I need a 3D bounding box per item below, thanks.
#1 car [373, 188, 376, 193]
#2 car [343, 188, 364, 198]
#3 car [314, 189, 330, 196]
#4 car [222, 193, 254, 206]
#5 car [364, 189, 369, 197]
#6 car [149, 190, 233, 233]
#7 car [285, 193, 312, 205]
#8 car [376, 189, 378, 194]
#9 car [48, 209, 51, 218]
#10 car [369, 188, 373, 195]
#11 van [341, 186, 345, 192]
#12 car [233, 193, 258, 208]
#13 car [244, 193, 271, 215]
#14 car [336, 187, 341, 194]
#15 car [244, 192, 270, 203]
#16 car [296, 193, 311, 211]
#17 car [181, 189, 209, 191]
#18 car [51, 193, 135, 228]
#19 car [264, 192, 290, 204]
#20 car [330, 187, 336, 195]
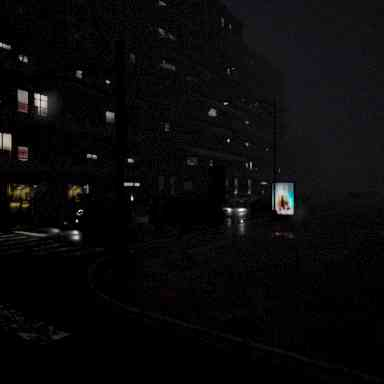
[{"bbox_3d":[38.093,-0.012,72.227,1.887,1.381,4.507,1,2,35],"label":"car"},{"bbox_3d":[28.536,0.308,58.604,1.887,1.381,4.507,1,2,35],"label":"car"},{"bbox_3d":[28.004,-0.025,72.434,1.967,1.590,4.097,2,2,35],"label":"car"},{"bbox_3d":[5.707,0.828,40.659,2.008,1.369,4.403,2,2,35],"label":"car"},{"bbox_3d":[31.721,0.098,63.142,1.967,1.590,4.097,1,2,35],"label":"car"},{"bbox_3d":[-0.137,1.026,17.730,2.192,1.841,5.009,1,2,35],"label":"car"},{"bbox_3d":[13.262,0.797,41.370,1.895,1.301,4.718,0,1,35],"label":"car"},{"bbox_3d":[44.464,-0.221,81.309,2.008,1.369,4.403,1,2,35],"label":"car"},{"bbox_3d":[-7.032,1.009,22.492,2.192,1.841,5.009,1,2,35],"label":"car"},{"bbox_3d":[34.907,0.095,67.686,1.887,1.381,4.507,1,2,35],"label":"car"},{"bbox_3d":[37.561,-0.446,86.052,1.690,1.788,3.998,2,2,35],"label":"van"},{"bbox_3d":[5.679,0.879,36.109,1.812,1.442,4.674,0,1,36],"label":"car"},{"bbox_3d":[6.233,1.069,26.818,1.947,1.339,4.313,1,2,35],"label":"car"},{"bbox_3d":[34.376,-0.240,81.515,1.967,1.590,4.097,2,2,35],"label":"car"},{"bbox_3d":[8.892,0.754,45.199,1.802,1.307,4.206,2,2,35],"label":"car"},{"bbox_3d":[9.419,0.964,31.359,1.947,1.339,4.313,1,2,35],"label":"car"},{"bbox_3d":[-0.002,0.761,28.026,2.150,2.045,5.566,0,1,36],"label":"car"},{"bbox_3d":[-5.642,1.075,19.996,2.097,1.767,4.553,0,1,35],"label":"car"},{"bbox_3d":[11.370,0.730,44.171,1.994,1.385,4.181,0,1,36],"label":"car"},{"bbox_3d":[31.189,-0.028,76.978,1.887,1.381,4.507,2,2,35],"label":"car"}]
